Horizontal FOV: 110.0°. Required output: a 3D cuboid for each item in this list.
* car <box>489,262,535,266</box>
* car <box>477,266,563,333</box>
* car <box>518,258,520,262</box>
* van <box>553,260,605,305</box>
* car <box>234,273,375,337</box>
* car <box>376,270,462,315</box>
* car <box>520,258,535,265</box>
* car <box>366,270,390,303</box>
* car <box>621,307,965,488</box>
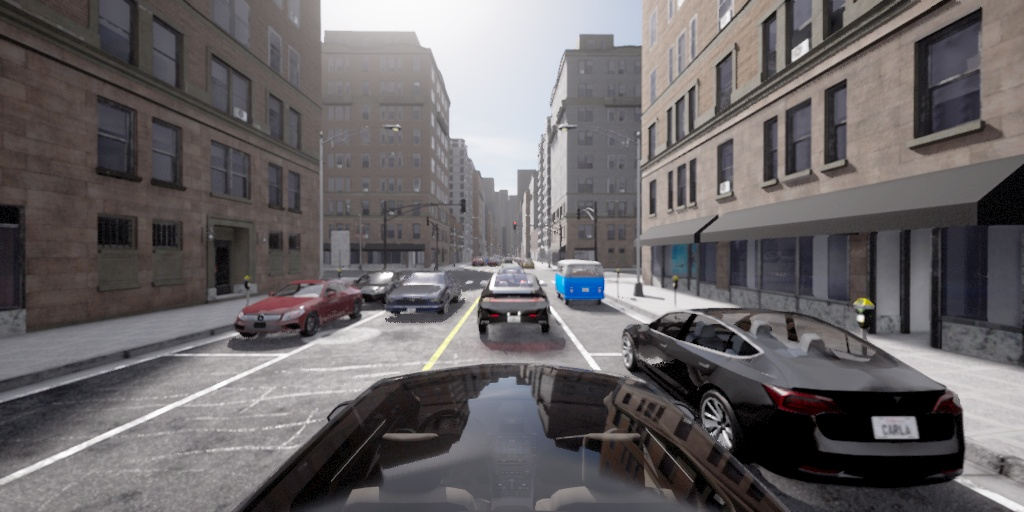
[{"bbox_3d":[-0.032,1.273,20.358,2.033,1.411,5.357,0,0,0],"label":"car"},{"bbox_3d":[0.057,1.229,10.616,2.128,1.511,4.902,0,0,0],"label":"car"},{"bbox_3d":[2.467,1.103,60.361,1.967,1.591,4.097,0,0,-1],"label":"car"},{"bbox_3d":[2.832,1.072,15.647,1.690,1.789,3.998,0,0,0],"label":"van"},{"bbox_3d":[-5.683,1.321,10.170,1.802,1.307,4.207,0,0,0],"label":"car"},{"bbox_3d":[-3.099,1.282,13.721,2.033,1.411,5.357,0,0,0],"label":"car"},{"bbox_3d":[2.551,1.199,55.006,1.751,1.417,4.829,0,0,-1],"label":"car"},{"bbox_3d":[-5.693,1.297,15.621,1.948,1.339,4.313,0,0,0],"label":"car"},{"bbox_3d":[2.852,1.312,4.749,1.948,1.339,4.313,0,0,0],"label":"car"}]
